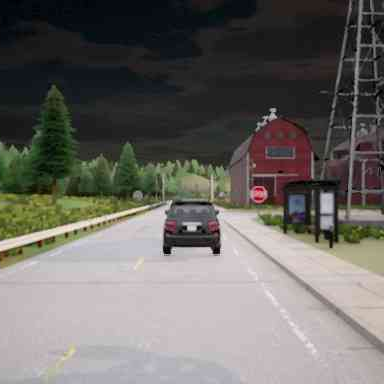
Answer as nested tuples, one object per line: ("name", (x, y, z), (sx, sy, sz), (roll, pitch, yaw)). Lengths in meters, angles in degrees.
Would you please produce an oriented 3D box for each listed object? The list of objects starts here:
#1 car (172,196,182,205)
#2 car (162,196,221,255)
("car", (-3.528, 1.975, 79.156), (2.150, 2.045, 5.566), (0, -1, 0))
("car", (-0.004, 1.351, 14.030), (2.150, 2.045, 5.566), (0, 0, 0))
